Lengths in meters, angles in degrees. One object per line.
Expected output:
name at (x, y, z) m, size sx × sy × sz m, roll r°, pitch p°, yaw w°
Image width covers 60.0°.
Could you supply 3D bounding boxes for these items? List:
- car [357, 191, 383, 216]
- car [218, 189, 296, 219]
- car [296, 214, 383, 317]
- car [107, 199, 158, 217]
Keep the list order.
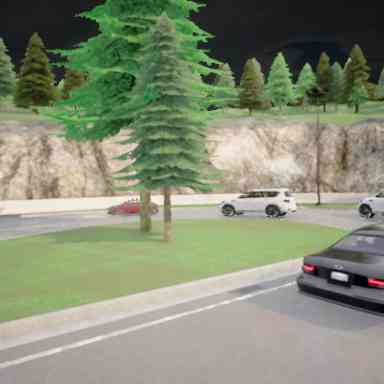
car at (12.868, 0.719, 20.355) m, size 2.150 × 2.045 × 5.566 m, roll 0°, pitch 0°, yaw -18°
car at (4.726, 0.812, 24.522) m, size 5.566 × 2.045 × 2.150 m, roll -1°, pitch 0°, yaw 29°
car at (4.426, 1.377, 6.961) m, size 5.357 × 1.411 × 2.033 m, roll -2°, pitch 1°, yaw -37°
car at (-4.976, 1.287, 27.789) m, size 4.181 × 1.385 × 1.994 m, roll -1°, pitch 1°, yaw -20°
